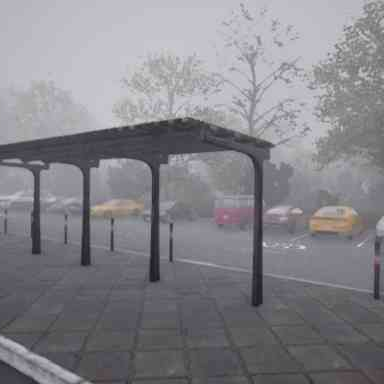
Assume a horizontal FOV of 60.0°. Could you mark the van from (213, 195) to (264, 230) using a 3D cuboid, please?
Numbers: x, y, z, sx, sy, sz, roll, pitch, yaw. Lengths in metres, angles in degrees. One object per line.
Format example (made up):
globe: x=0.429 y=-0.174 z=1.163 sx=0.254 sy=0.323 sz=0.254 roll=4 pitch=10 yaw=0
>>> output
van: x=3.150 y=1.178 z=20.593 sx=1.878 sy=1.987 sz=4.442 roll=1 pitch=1 yaw=35

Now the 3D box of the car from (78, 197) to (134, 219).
car: x=-6.080 y=1.262 z=26.774 sx=1.946 sy=1.575 sz=5.366 roll=1 pitch=1 yaw=35

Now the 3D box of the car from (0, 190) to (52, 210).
car: x=-17.303 y=0.841 z=34.931 sx=2.435 sy=2.045 sz=5.566 roll=1 pitch=1 yaw=35

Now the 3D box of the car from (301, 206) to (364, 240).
car: x=7.605 y=1.474 z=17.283 sx=2.097 sy=1.535 sz=5.008 roll=1 pitch=1 yaw=35

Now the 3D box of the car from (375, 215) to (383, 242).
car: x=9.869 y=1.550 z=15.679 sx=2.002 sy=1.452 sz=4.674 roll=1 pitch=1 yaw=35

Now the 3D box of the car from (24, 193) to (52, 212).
car: x=-12.759 y=1.161 z=31.748 sx=2.097 sy=1.535 sz=5.008 roll=1 pitch=1 yaw=35

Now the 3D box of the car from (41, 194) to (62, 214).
car: x=-10.495 y=1.197 z=30.142 sx=2.231 sy=1.521 sz=4.892 roll=1 pitch=1 yaw=35

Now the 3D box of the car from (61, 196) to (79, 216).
car: x=-8.219 y=1.260 z=28.555 sx=2.163 sy=1.488 sz=4.792 roll=1 pitch=1 yaw=35

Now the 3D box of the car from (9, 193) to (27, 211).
car: x=-15.022 y=1.127 z=33.354 sx=2.097 sy=1.535 sz=5.008 roll=1 pitch=1 yaw=35

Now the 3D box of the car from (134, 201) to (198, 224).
car: x=-1.462 y=1.364 z=23.688 sx=2.163 sy=1.488 sz=4.792 roll=1 pitch=1 yaw=35

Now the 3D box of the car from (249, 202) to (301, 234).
car: x=5.341 y=1.479 z=18.892 sx=2.002 sy=1.452 sz=4.674 roll=1 pitch=1 yaw=35
